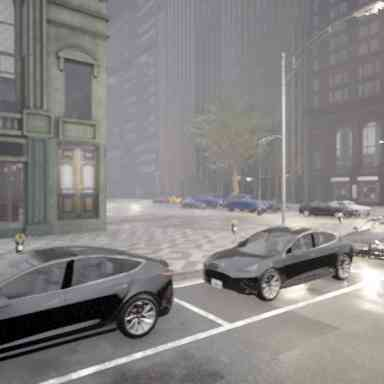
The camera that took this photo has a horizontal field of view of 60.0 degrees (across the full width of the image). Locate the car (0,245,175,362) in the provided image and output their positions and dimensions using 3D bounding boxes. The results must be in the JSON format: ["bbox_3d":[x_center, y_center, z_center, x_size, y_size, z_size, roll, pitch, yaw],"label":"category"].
[{"bbox_3d":[-2.290,1.566,5.019,4.313,1.339,1.947,0,0,-36],"label":"car"}]

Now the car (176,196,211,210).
[{"bbox_3d":[0.209,1.652,46.407,1.812,1.442,4.674,0,0,-35],"label":"car"}]

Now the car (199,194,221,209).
[{"bbox_3d":[2.883,1.333,48.262,2.150,2.045,5.566,0,0,-35],"label":"car"}]

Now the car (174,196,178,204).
[{"bbox_3d":[-3.718,1.619,68.777,1.882,1.535,5.008,0,0,-36],"label":"car"}]

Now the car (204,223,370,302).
[{"bbox_3d":[2.298,1.566,8.293,4.313,1.339,1.947,0,0,-36],"label":"car"}]

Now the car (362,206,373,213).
[{"bbox_3d":[14.708,1.580,31.744,1.812,1.442,4.674,0,0,-33],"label":"car"}]

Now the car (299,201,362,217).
[{"bbox_3d":[12.064,1.548,29.847,1.882,1.535,5.008,0,0,-37],"label":"car"}]

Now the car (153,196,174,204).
[{"bbox_3d":[-6.116,1.680,66.545,1.812,1.442,4.674,0,0,-36],"label":"car"}]

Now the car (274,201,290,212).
[{"bbox_3d":[9.058,1.629,39.631,2.033,1.411,5.357,0,0,-35],"label":"car"}]

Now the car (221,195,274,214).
[{"bbox_3d":[6.220,1.319,38.007,2.150,2.045,5.566,0,0,-36],"label":"car"}]

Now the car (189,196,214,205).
[{"bbox_3d":[1.651,1.590,61.334,1.882,1.535,5.008,0,0,-35],"label":"car"}]

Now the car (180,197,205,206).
[{"bbox_3d":[0.004,1.600,58.067,1.882,1.535,5.008,0,0,-35],"label":"car"}]

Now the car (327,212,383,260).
[{"bbox_3d":[6.886,1.552,11.568,4.403,1.369,2.008,0,0,-36],"label":"car"}]
